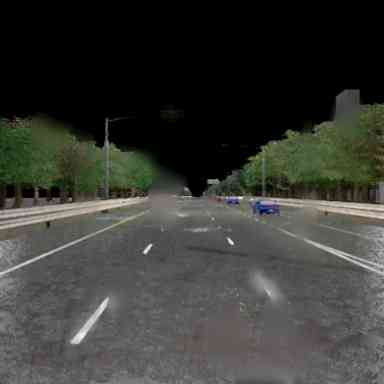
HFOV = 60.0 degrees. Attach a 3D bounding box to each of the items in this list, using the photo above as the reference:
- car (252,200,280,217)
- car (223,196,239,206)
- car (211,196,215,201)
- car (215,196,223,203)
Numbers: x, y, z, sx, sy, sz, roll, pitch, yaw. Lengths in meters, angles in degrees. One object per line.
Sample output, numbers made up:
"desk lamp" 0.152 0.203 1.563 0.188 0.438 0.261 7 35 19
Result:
"car" 7.018 1.488 31.954 1.882 1.535 5.008 0 0 0
"car" 7.091 1.564 58.592 1.882 1.535 5.008 0 0 0
"car" 7.312 1.943 94.350 1.882 1.535 5.008 0 -1 0
"car" 7.196 1.785 78.367 1.812 1.442 4.674 0 -1 0
